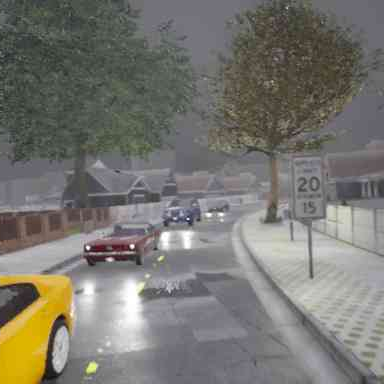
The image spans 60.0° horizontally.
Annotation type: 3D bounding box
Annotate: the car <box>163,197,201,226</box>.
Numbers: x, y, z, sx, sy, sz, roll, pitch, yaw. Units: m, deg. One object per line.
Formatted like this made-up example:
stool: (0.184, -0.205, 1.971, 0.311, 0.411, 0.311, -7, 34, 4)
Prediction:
car: (-0.680, 1.505, 26.387, 2.150, 2.045, 5.566, -2, 0, 11)

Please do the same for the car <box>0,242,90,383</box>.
car: (-2.630, 1.625, 2.864, 1.882, 1.535, 5.008, -3, -1, 0)

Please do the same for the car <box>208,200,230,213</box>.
car: (3.466, 1.776, 41.858, 1.837, 1.490, 4.892, -2, -1, 19)

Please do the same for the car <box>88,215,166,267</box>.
car: (-2.430, 1.837, 12.672, 1.895, 1.301, 4.718, -3, -1, 4)
